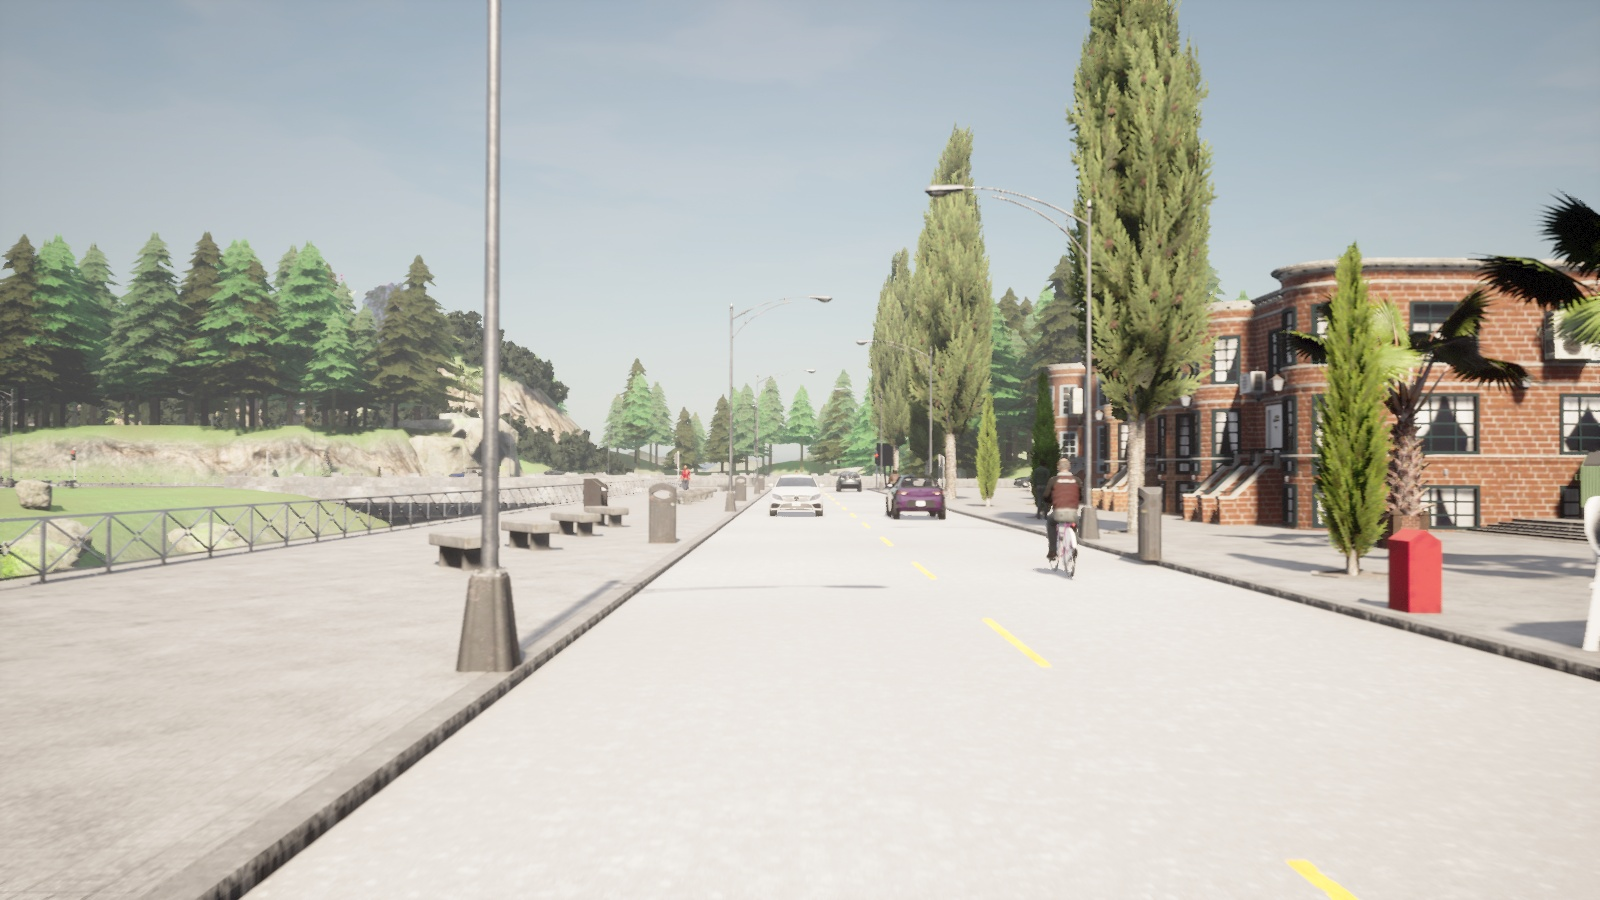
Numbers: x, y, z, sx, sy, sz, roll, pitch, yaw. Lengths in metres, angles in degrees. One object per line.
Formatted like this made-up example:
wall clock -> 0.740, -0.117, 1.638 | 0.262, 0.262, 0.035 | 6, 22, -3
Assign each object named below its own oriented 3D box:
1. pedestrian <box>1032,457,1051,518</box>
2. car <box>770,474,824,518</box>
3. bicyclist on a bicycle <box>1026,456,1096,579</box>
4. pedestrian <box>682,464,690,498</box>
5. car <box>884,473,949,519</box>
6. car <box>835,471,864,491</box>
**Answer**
pedestrian -> 7.328, 1.130, 38.058 | 0.353, 1.847, 0.614 | -1, -1, 32
car -> -0.116, 1.582, 44.275 | 1.812, 1.442, 4.674 | 0, -1, 0
bicyclist on a bicycle -> 3.946, 0.989, 19.093 | 0.659, 1.776, 1.843 | 0, -1, 0
pedestrian -> -6.282, 1.708, 69.195 | 0.331, 1.846, 0.636 | 0, -1, 5
car -> 3.888, 1.526, 42.589 | 1.816, 1.474, 4.193 | 0, -1, 0
car -> 3.750, 2.347, 95.686 | 2.007, 1.525, 4.514 | 0, -1, 0
